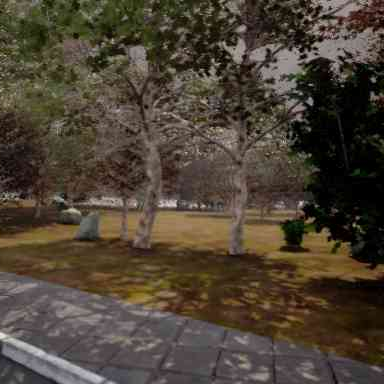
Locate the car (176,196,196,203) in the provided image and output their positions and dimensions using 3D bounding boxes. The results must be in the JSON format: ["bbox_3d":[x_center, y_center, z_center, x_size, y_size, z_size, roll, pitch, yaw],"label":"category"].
[{"bbox_3d":[-2.131,2.098,93.613,2.435,2.045,5.566,5,1,42],"label":"car"}]
